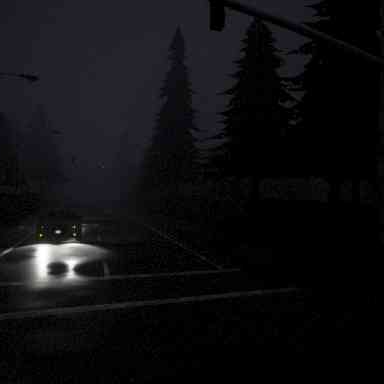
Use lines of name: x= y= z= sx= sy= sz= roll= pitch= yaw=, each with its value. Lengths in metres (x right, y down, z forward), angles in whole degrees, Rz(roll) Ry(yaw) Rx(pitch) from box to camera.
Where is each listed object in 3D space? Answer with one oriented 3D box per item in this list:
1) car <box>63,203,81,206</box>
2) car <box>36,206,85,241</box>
car: x=-9.726 y=1.629 z=26.928 sx=2.033 sy=1.411 sz=5.357 roll=1 pitch=0 yaw=-17
car: x=-6.671 y=1.639 z=17.012 sx=1.994 sy=1.385 sz=4.181 roll=1 pitch=0 yaw=-17
